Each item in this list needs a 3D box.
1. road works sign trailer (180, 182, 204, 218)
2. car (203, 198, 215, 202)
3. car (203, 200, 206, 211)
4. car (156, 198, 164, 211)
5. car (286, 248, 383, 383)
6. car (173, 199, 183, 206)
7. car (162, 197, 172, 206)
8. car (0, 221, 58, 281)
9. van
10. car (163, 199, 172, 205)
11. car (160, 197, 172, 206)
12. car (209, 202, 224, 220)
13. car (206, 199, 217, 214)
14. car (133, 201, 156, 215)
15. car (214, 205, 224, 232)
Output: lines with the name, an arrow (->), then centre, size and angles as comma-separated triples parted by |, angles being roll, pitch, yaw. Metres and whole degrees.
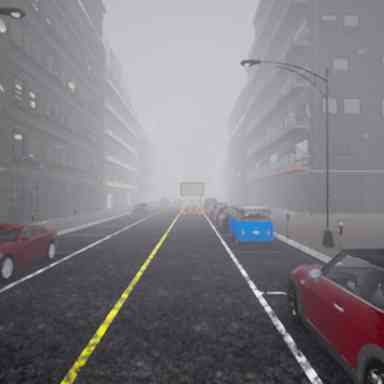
road works sign trailer -> 0.003, 0.791, 33.919 | 2.380, 3.560, 2.880 | 0, -1, 0
car -> 2.697, 1.790, 49.686 | 2.192, 1.841, 5.009 | 0, -1, 0
car -> 2.695, 1.920, 38.411 | 2.008, 1.369, 4.403 | 0, -1, 0
car -> -5.685, 1.999, 49.518 | 1.752, 1.417, 4.829 | 0, -1, 0
car -> 2.693, 1.486, 4.596 | 1.967, 1.590, 4.097 | 0, -1, 0
car -> -2.997, 2.193, 71.019 | 1.812, 1.442, 4.674 | 0, -1, 0
car -> -5.685, 2.071, 66.598 | 1.967, 1.590, 4.097 | 0, -1, 0
car -> -5.688, 1.645, 10.234 | 1.887, 1.381, 4.507 | 0, -1, 0
van -> 2.694, 1.496, 15.869 | 1.690, 1.788, 3.998 | 0, -1, 0
car -> -5.684, 2.316, 77.869 | 1.802, 1.307, 4.206 | 0, -1, 0
car -> -5.683, 1.997, 72.236 | 2.192, 1.841, 5.009 | 0, -1, 0
car -> 2.694, 1.807, 27.139 | 1.887, 1.381, 4.507 | 0, -1, 0
car -> 2.694, 1.756, 32.777 | 1.967, 1.590, 4.097 | 0, -1, 0
car -> -5.686, 1.936, 38.415 | 1.947, 1.339, 4.313 | 0, -1, 0
car -> 2.693, 1.775, 21.503 | 1.947, 1.339, 4.313 | 0, -1, 0
